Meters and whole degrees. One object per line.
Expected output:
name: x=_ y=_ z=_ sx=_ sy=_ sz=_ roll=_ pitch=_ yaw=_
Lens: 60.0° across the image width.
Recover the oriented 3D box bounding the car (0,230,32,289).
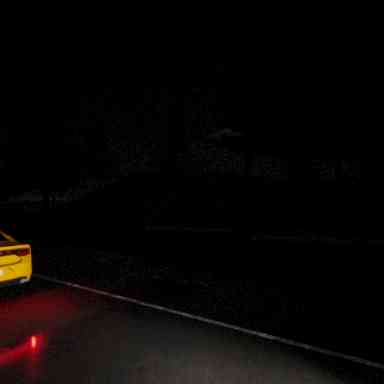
car: x=-5.888 y=1.465 z=8.038 sx=5.008 sy=1.535 sz=1.882 roll=0 pitch=0 yaw=35
